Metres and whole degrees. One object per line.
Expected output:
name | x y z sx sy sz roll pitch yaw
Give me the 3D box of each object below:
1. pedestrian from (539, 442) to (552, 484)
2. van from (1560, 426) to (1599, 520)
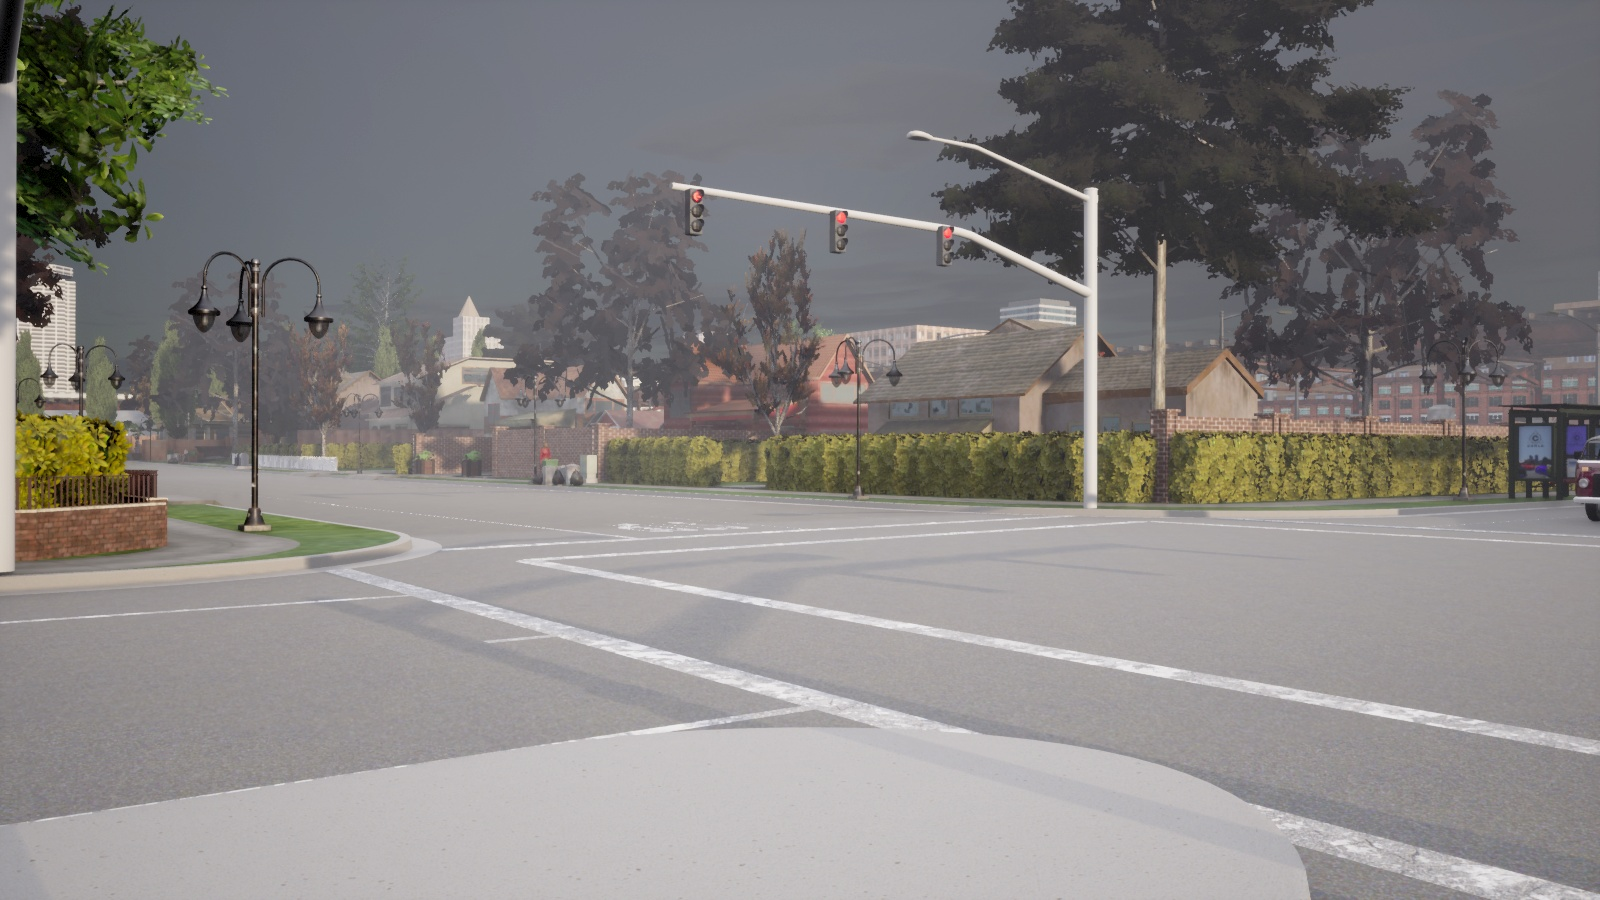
pedestrian | -11.387 0.571 56.179 0.331 1.846 0.636 0 0 -36
van | 19.198 0.497 28.227 4.480 2.038 2.069 0 0 -37
